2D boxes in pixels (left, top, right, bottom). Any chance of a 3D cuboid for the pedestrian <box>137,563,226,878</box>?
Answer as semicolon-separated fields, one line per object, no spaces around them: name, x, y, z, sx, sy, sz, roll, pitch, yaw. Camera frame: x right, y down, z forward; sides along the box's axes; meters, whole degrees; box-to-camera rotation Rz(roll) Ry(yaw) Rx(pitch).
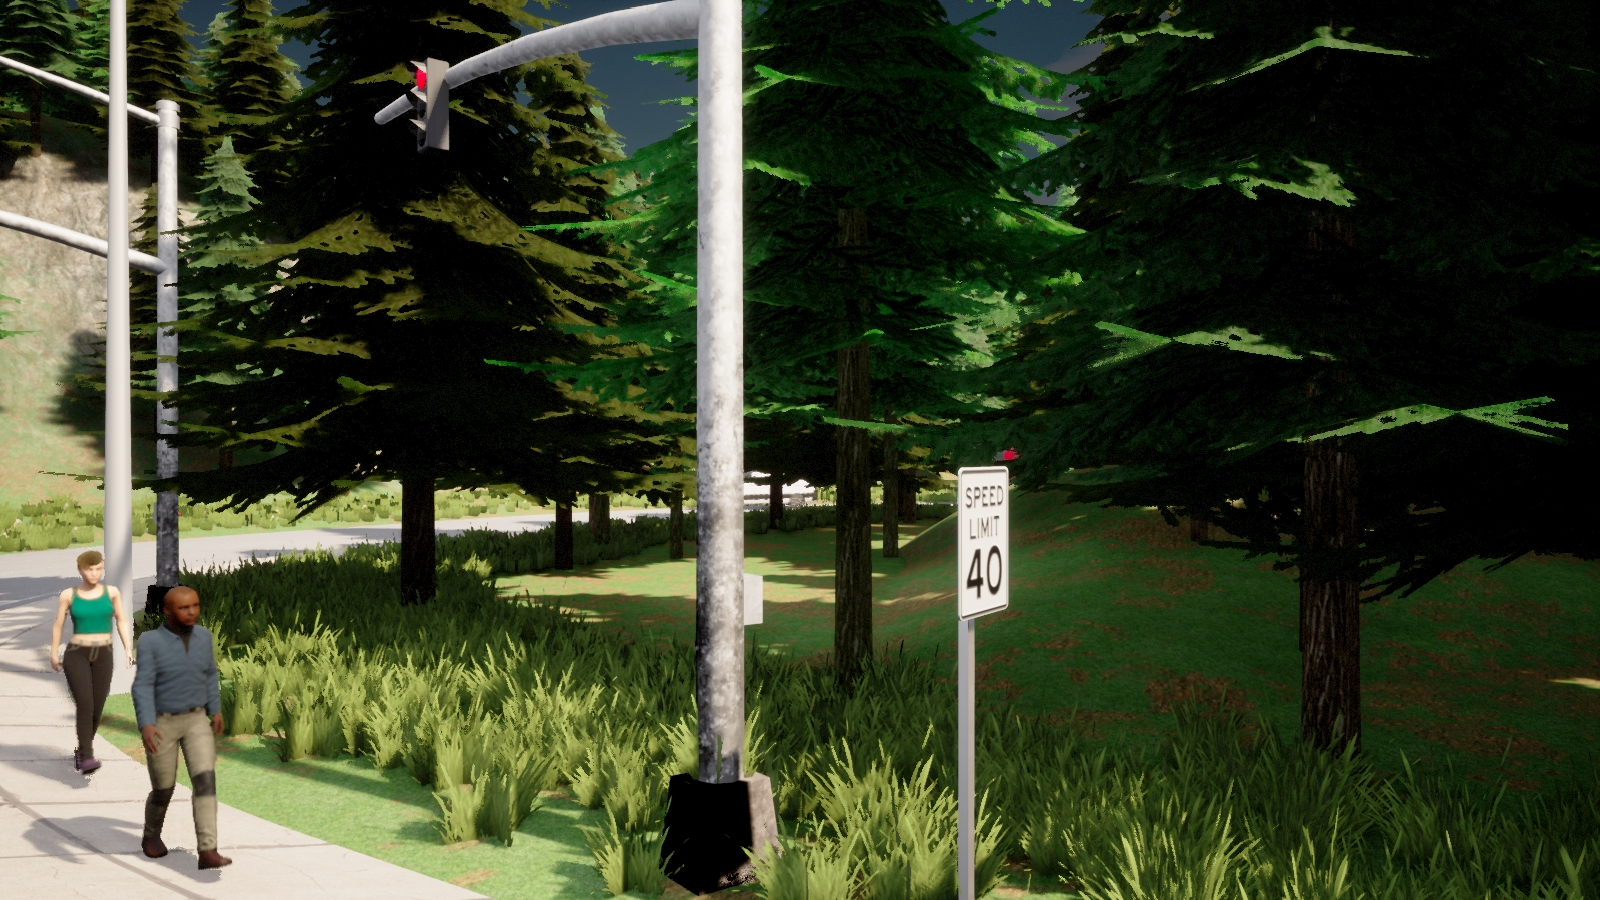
pedestrian;-3.899;1.669;7.209;0.375;1.860;0.375;0;0;39

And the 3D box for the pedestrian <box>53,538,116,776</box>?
pedestrian;-5.870;1.669;9.370;0.375;1.860;0.375;0;0;-42
